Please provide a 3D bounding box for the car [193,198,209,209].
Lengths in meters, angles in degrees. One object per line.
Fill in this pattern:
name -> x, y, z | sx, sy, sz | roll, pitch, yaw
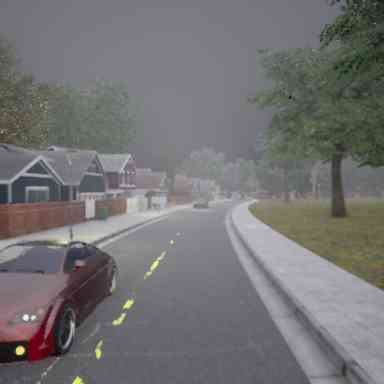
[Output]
car -> 1.363, 1.718, 49.251 | 1.837, 1.490, 4.892 | 0, -1, 10

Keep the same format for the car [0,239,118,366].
car -> -2.714, 1.587, 5.958 | 1.994, 1.385, 4.181 | 0, 0, 1
